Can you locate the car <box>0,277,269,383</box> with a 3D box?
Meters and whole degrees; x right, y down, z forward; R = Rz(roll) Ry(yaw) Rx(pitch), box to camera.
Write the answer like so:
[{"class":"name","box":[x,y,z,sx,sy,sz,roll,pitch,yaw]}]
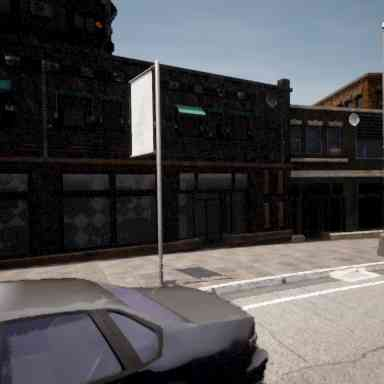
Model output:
[{"class":"car","box":[-1.785,1.547,2.658,5.357,1.411,2.033,0,0,-34]}]
